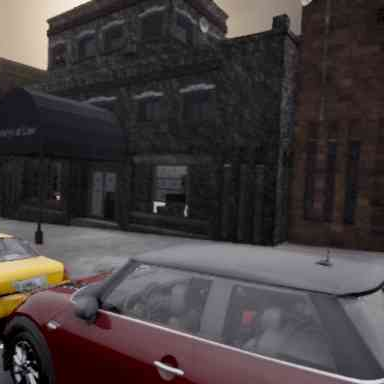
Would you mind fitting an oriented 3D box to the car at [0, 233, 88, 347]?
[{"bbox_3d":[-4.715,1.467,6.895,5.366,1.575,1.946,0,0,35],"label":"car"}]
